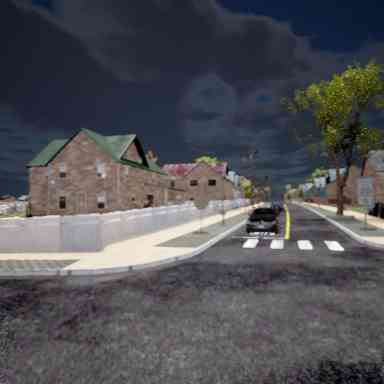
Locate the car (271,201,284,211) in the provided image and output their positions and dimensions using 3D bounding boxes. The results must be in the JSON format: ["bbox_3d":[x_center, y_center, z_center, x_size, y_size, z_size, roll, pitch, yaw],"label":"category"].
[{"bbox_3d":[12.054,1.989,47.174,2.033,1.411,5.357,-1,-1,15],"label":"car"}]

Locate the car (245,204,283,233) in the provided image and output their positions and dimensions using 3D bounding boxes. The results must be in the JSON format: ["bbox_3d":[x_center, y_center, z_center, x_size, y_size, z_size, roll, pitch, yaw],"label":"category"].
[{"bbox_3d":[4.539,1.706,20.906,1.812,1.442,4.674,-1,-1,17],"label":"car"}]
